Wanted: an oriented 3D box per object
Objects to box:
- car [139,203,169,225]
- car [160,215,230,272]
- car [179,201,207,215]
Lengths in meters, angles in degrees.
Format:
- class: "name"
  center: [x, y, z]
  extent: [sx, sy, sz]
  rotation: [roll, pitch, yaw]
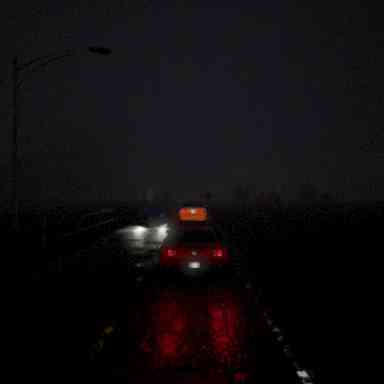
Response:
- class: "car"
  center: [-2.839, 1.574, 25.455]
  extent: [1.882, 1.535, 5.008]
  rotation: [0, 0, 0]
- class: "car"
  center: [0.081, 1.646, 10.974]
  extent: [1.895, 1.301, 4.718]
  rotation: [0, 0, 0]
- class: "car"
  center: [0.081, 1.452, 26.062]
  extent: [2.097, 1.767, 4.553]
  rotation: [0, 0, 0]
